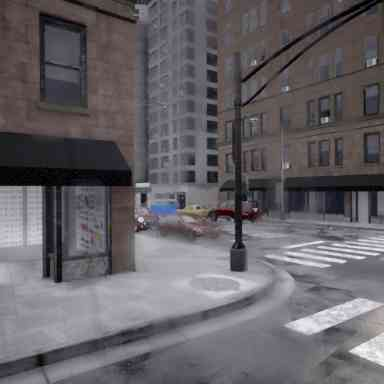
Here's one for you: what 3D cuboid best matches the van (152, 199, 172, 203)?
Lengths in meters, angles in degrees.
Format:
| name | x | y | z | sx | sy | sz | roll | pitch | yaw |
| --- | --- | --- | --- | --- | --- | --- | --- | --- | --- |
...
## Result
| name | x | y | z | sx | sy | sz | roll | pitch | yaw |
| --- | --- | --- | --- | --- | --- | --- | --- | --- | --- |
| van | -3.019 | 1.689 | 35.982 | 1.690 | 1.788 | 3.998 | -1 | 0 | -36 |

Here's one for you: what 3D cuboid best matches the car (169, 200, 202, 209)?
| name | x | y | z | sx | sy | sz | roll | pitch | yaw |
| --- | --- | --- | --- | --- | --- | --- | --- | --- | --- |
| car | 0.101 | 1.804 | 31.653 | 1.752 | 1.417 | 4.829 | -1 | 0 | -36 |

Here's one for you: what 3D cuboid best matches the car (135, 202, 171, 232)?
| name | x | y | z | sx | sy | sz | roll | pitch | yaw |
| --- | --- | --- | --- | --- | --- | --- | --- | --- | --- |
| car | -3.503 | 1.706 | 22.066 | 1.967 | 1.590 | 4.097 | -1 | 0 | -36 |

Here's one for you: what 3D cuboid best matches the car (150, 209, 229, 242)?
| name | x | y | z | sx | sy | sz | roll | pitch | yaw |
| --- | --- | --- | --- | --- | --- | --- | --- | --- | --- |
| car | -0.284 | 1.778 | 17.599 | 1.802 | 1.307 | 4.206 | -1 | 0 | -36 |

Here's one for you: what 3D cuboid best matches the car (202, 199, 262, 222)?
| name | x | y | z | sx | sy | sz | roll | pitch | yaw |
| --- | --- | --- | --- | --- | --- | --- | --- | --- | --- |
| car | 3.412 | 1.522 | 27.048 | 2.192 | 1.841 | 5.009 | -1 | 0 | -36 |
